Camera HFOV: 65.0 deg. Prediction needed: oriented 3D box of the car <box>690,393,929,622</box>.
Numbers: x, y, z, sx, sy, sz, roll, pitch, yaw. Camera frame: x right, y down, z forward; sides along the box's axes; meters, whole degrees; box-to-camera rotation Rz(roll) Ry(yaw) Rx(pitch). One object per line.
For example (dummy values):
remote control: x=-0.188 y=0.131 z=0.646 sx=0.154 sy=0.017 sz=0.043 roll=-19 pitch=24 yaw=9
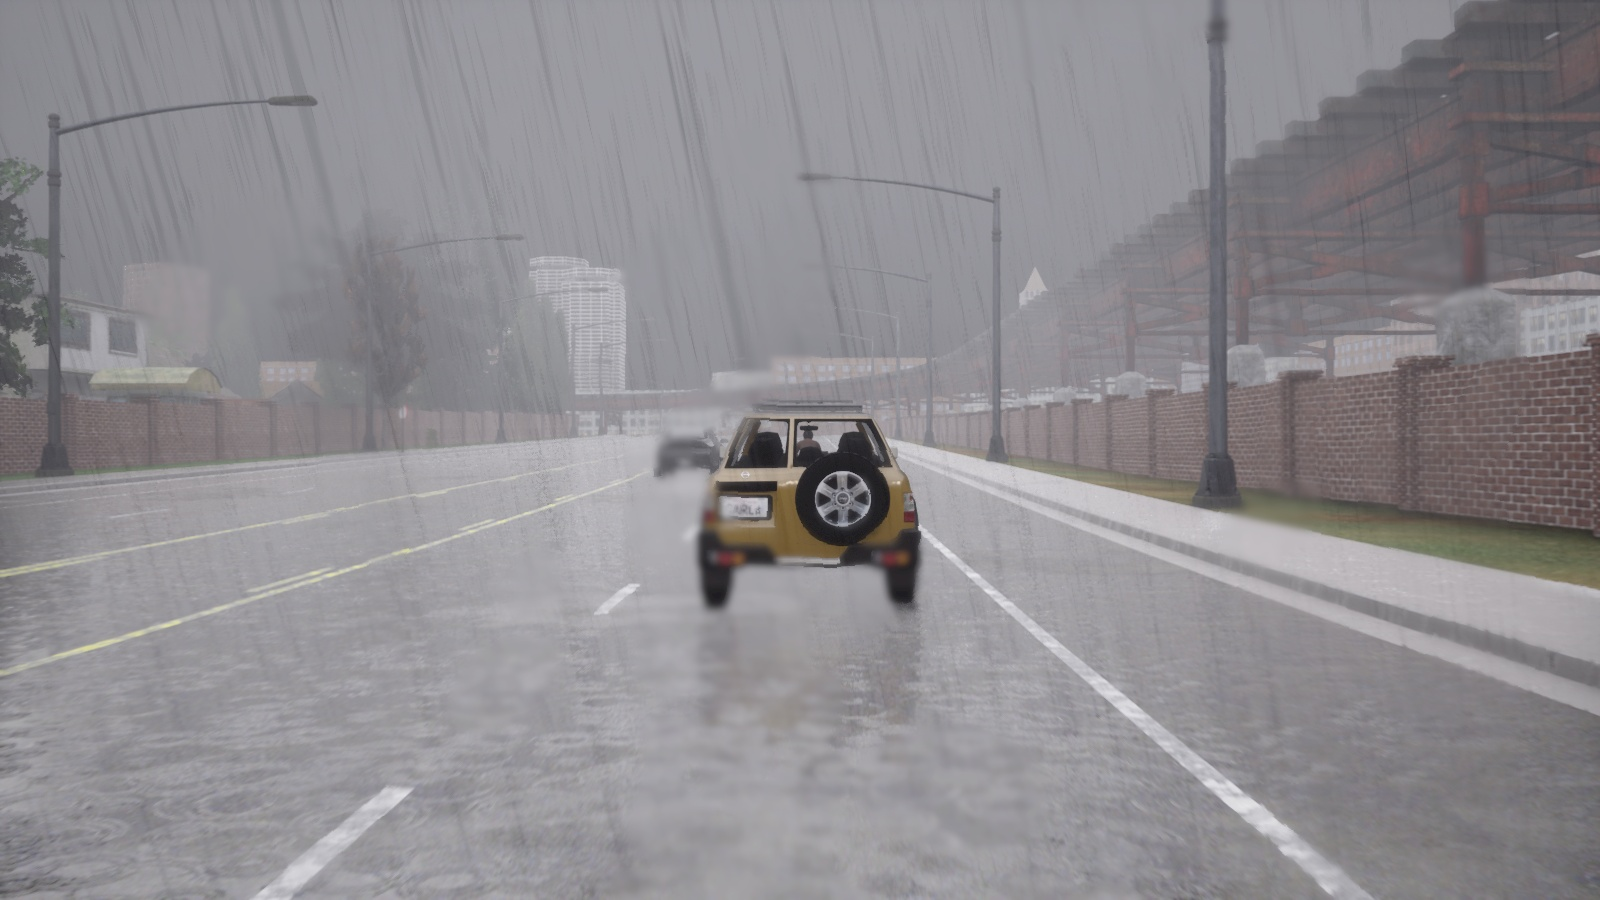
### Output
car: x=0.089 y=0.435 z=12.502 sx=1.932 sy=1.855 sz=4.605 roll=0 pitch=1 yaw=0

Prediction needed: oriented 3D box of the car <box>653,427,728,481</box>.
car: x=-3.259 y=0.066 z=38.222 sx=1.837 sy=1.490 sz=4.892 roll=0 pitch=1 yaw=0
